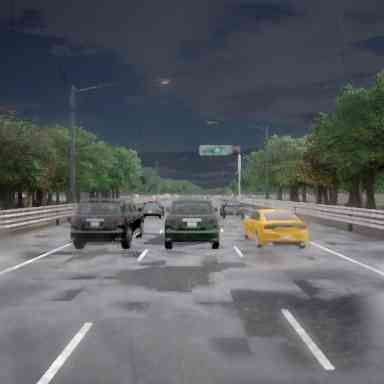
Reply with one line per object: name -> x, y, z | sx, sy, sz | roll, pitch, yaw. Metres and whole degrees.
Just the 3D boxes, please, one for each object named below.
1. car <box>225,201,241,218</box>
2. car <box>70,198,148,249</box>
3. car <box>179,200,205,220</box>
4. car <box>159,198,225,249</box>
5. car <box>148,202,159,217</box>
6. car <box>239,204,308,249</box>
car -> 3.500, 1.512, 29.650 | 2.128, 1.511, 4.902 | 0, 0, 0
car -> -3.500, 1.260, 14.680 | 2.150, 2.045, 5.566 | 0, 0, 0
car -> 0.000, 1.512, 29.651 | 2.128, 1.511, 4.902 | 0, 0, 0
car -> 0.000, 1.260, 14.680 | 2.150, 2.045, 5.566 | 0, 0, 0
car -> -3.500, 1.589, 29.650 | 1.994, 1.385, 4.181 | 0, 0, 0
car -> 3.500, 1.487, 14.650 | 1.882, 1.535, 5.008 | 0, 0, 0
